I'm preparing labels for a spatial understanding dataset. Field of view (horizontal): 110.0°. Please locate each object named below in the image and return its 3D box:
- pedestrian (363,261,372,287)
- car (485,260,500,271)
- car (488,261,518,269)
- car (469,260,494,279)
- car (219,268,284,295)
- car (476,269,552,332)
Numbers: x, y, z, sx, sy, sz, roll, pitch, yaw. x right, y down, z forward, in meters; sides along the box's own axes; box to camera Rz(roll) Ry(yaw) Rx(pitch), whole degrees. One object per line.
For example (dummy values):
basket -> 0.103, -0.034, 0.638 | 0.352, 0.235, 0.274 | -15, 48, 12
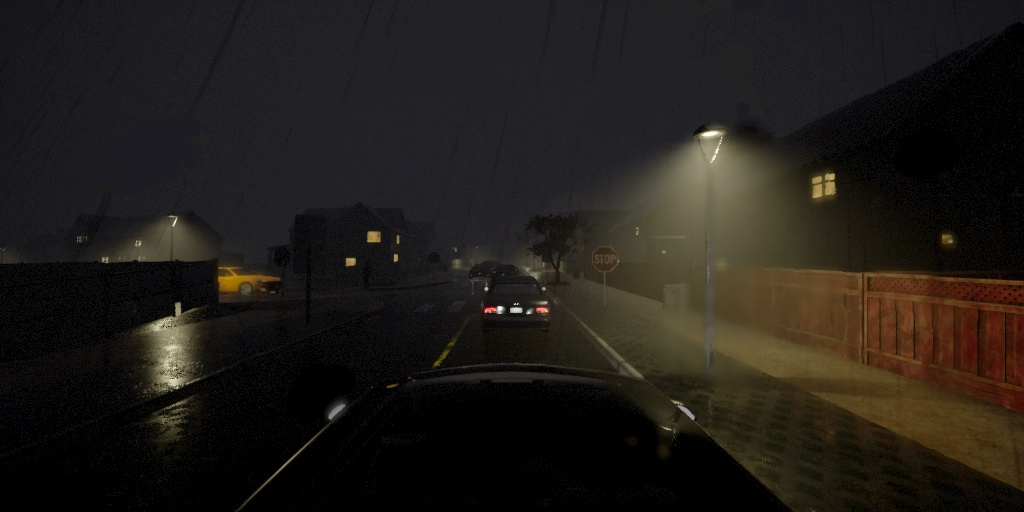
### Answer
pedestrian -> -9.917, 1.214, 24.475 | 0.375, 1.860, 0.375 | 0, -2, 5
car -> -2.855, 1.373, 53.395 | 1.882, 1.535, 5.008 | 0, 0, 0
car -> -0.480, 1.366, 28.923 | 1.994, 1.385, 4.181 | 0, 0, 5
car -> -2.863, 1.378, 33.566 | 1.994, 1.385, 4.181 | 0, 0, -1
car -> -14.885, 1.374, 19.210 | 5.008, 1.535, 1.882 | -1, -3, 6
car -> 0.097, 1.304, 10.836 | 2.033, 1.411, 5.357 | 0, 0, 0
